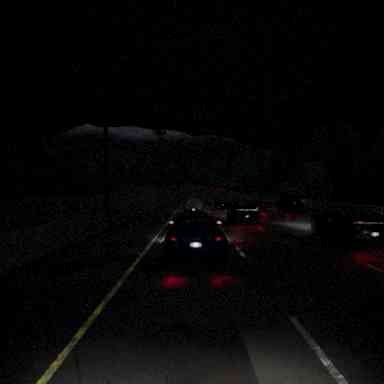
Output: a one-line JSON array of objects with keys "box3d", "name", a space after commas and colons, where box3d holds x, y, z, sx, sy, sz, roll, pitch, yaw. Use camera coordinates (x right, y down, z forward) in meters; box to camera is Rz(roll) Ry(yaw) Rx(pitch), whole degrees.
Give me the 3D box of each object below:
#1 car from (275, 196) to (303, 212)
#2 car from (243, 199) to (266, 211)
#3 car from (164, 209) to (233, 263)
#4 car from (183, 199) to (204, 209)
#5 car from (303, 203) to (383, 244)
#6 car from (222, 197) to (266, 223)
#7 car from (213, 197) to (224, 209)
[{"box3d": [10.657, 1.222, 36.527, 2.097, 1.767, 4.553, 0, 0, 0], "name": "car"}, {"box3d": [7.160, 1.464, 38.560, 1.895, 1.301, 4.718, 0, 0, 0], "name": "car"}, {"box3d": [0.116, 1.498, 11.640, 1.994, 1.385, 4.181, 0, 0, 0], "name": "car"}, {"box3d": [0.151, 1.401, 33.154, 1.812, 1.442, 4.674, 0, 0, 0], "name": "car"}, {"box3d": [7.121, 1.416, 15.339, 2.128, 1.511, 4.902, 0, 0, 0], "name": "car"}, {"box3d": [3.637, 1.391, 24.245, 2.128, 1.511, 4.902, 0, 0, 0], "name": "car"}, {"box3d": [3.664, 1.332, 41.445, 1.882, 1.535, 5.008, 0, 0, 0], "name": "car"}]
